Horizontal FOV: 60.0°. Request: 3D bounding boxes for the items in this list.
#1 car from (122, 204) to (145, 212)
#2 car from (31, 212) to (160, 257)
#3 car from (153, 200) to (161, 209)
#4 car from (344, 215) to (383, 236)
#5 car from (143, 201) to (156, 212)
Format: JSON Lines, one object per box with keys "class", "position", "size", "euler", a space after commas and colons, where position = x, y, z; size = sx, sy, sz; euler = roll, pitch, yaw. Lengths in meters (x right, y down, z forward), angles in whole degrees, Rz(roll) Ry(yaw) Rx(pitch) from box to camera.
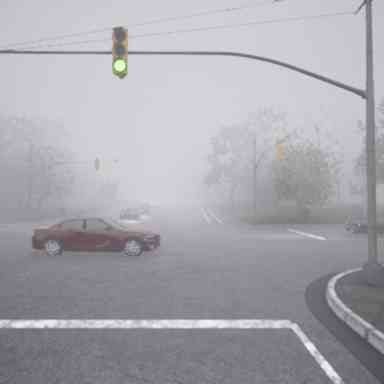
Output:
{"class": "car", "position": [-7.084, 2.463, 38.523], "size": [1.994, 1.385, 4.181], "euler": [0, -1, 0]}
{"class": "car", "position": [-3.778, 1.709, 13.395], "size": [5.008, 1.535, 1.882], "euler": [0, -2, 3]}
{"class": "car", "position": [-7.002, 2.313, 63.060], "size": [1.812, 1.442, 4.674], "euler": [0, 1, 0]}
{"class": "car", "position": [11.958, 2.032, 20.359], "size": [4.718, 1.301, 1.895], "euler": [0, -2, -2]}
{"class": "car", "position": [-7.073, 2.462, 48.867], "size": [2.128, 1.511, 4.902], "euler": [0, 0, 0]}
